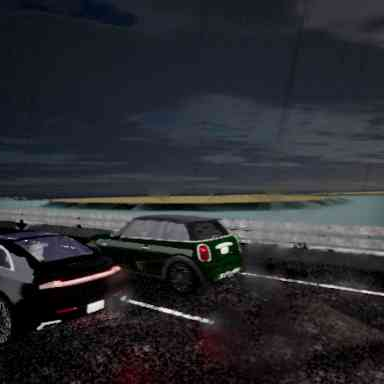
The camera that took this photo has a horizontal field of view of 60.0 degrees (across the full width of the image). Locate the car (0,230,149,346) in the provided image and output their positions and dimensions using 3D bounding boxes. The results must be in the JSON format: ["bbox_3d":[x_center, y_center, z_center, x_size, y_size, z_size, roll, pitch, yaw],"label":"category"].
[{"bbox_3d":[-3.424,1.539,6.461,4.902,1.511,2.128,-1,0,36],"label":"car"}]

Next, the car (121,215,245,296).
[{"bbox_3d":[-0.954,1.396,8.997,4.553,1.767,2.097,0,0,36],"label":"car"}]
